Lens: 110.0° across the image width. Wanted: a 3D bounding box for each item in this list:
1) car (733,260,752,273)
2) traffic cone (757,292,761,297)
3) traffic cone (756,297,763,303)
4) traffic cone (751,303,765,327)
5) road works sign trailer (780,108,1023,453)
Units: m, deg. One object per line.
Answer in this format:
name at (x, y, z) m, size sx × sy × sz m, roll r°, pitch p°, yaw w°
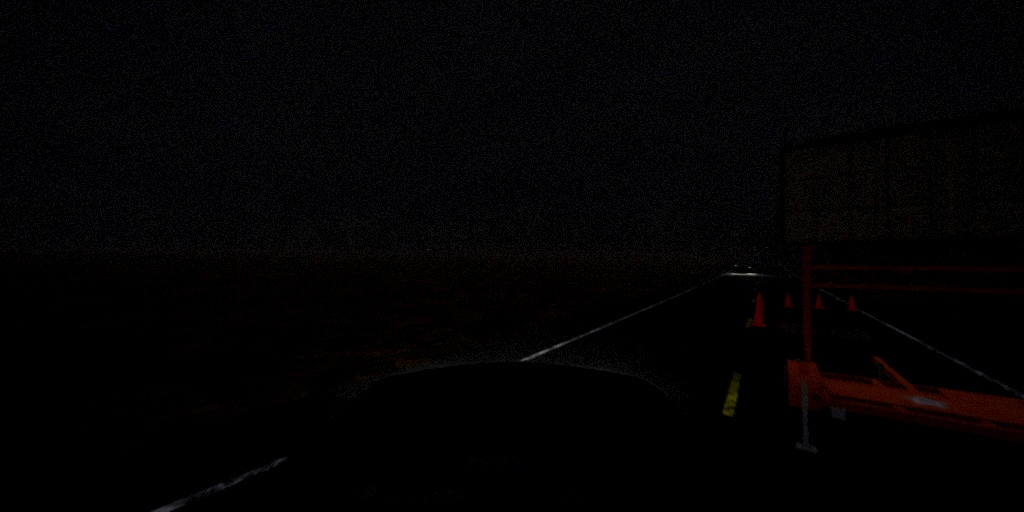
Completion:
car at (30.807, 1.349, 47.865) m, size 2.097 × 1.767 × 4.553 m, roll 0°, pitch 0°, yaw 35°
traffic cone at (9.768, 1.842, 14.178) m, size 0.340 × 0.580 × 0.340 m, roll 0°, pitch 0°, yaw 35°
traffic cone at (8.624, 1.829, 12.538) m, size 0.340 × 0.580 × 0.340 m, roll 0°, pitch 0°, yaw 35°
traffic cone at (7.479, 1.815, 10.898) m, size 0.340 × 0.580 × 0.340 m, roll 0°, pitch 0°, yaw 35°
road works sign trailer at (4.715, 0.256, 4.317) m, size 2.380 × 3.560 × 2.880 m, roll 0°, pitch 0°, yaw 35°
